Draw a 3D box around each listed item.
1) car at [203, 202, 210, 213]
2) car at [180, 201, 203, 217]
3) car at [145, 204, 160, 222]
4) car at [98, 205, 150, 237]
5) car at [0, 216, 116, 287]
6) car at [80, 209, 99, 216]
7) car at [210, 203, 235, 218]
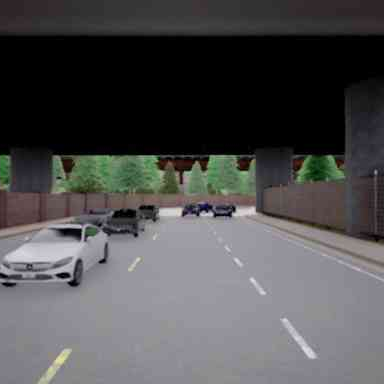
[{"bbox_3d":[1.673,2.073,46.638,1.882,1.535,5.008,0,-1,16],"label":"car"},{"bbox_3d":[-0.094,1.999,36.985,1.812,1.442,4.674,0,-1,4],"label":"car"},{"bbox_3d":[-3.993,1.895,30.215,1.837,1.490,4.892,0,-1,0],"label":"car"},{"bbox_3d":[-3.903,1.763,19.872,1.837,1.490,4.892,0,-1,-1],"label":"car"},{"bbox_3d":[-3.747,1.656,9.891,1.812,1.442,4.674,0,-1,-1],"label":"car"},{"bbox_3d":[-7.416,1.967,25.714,1.895,1.301,4.718,0,-1,-1],"label":"car"},{"bbox_3d":[3.239,2.014,35.326,1.994,1.385,4.181,0,-1,5],"label":"car"}]
